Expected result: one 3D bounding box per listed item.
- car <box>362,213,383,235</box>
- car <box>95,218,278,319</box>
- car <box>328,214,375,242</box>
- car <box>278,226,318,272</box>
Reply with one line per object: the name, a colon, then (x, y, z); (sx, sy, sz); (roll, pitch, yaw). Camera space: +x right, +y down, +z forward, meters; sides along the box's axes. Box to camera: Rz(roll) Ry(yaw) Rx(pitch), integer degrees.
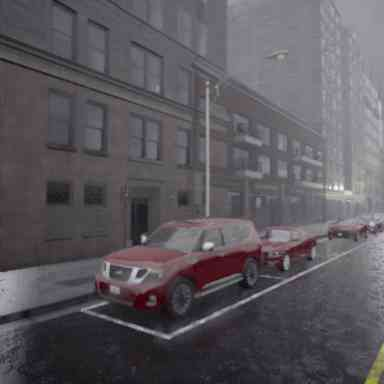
car: (13.491, 2.386, 25.768); (1.967, 1.590, 4.097); (-1, -2, 38)
car: (0.052, 1.649, 8.456); (2.192, 1.841, 5.009); (-1, -2, 38)
car: (10.130, 2.333, 21.435); (1.887, 1.381, 4.507); (-1, -2, 38)
car: (3.410, 2.028, 12.778); (1.887, 1.381, 4.507); (-1, -2, 38)
